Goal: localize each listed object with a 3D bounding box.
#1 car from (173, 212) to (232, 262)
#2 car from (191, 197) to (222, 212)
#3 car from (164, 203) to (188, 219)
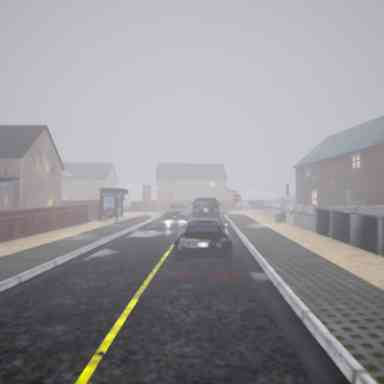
[{"bbox_3d":[0.464,1.654,12.561,1.994,1.385,4.181,0,0,3],"label":"car"},{"bbox_3d":[1.123,1.423,26.086,2.150,2.045,5.566,0,0,3],"label":"car"},{"bbox_3d":[-1.398,1.801,31.773,2.033,1.411,5.357,0,-1,3],"label":"car"}]
